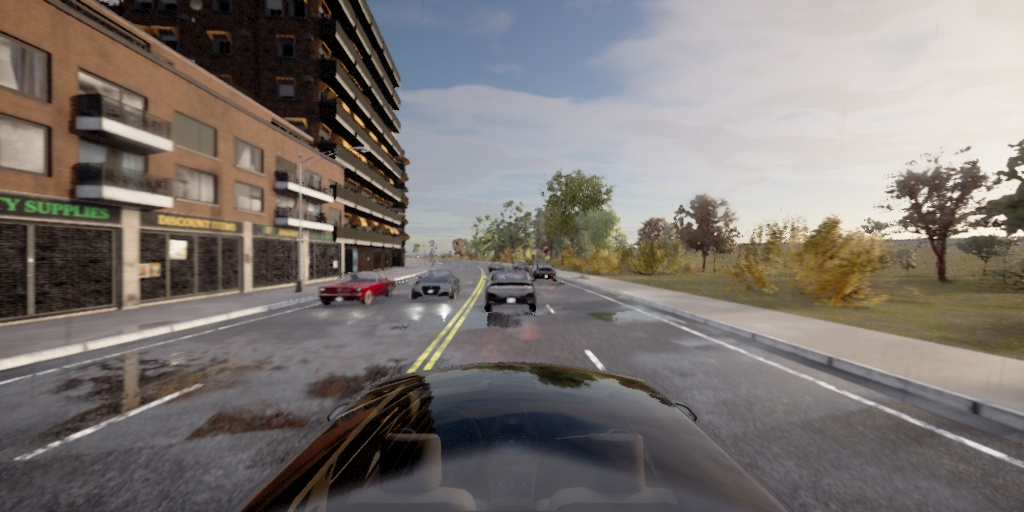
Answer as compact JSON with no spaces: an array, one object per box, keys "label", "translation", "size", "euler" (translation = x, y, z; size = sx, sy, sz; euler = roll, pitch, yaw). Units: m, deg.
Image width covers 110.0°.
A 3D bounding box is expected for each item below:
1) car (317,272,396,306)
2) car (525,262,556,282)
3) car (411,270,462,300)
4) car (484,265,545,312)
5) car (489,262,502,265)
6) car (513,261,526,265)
[{"label":"car","translation":[-6.848,1.412,16.320],"size":[1.895,1.301,4.718],"euler":[0,0,-2]},{"label":"car","translation":[2.501,1.336,30.070],"size":[1.837,1.490,4.892],"euler":[0,0,-3]},{"label":"car","translation":[-3.654,1.373,17.871],"size":[1.994,1.385,4.181],"euler":[0,0,-2]},{"label":"car","translation":[-0.094,1.285,14.561],"size":[2.128,1.511,4.902],"euler":[0,0,-1]},{"label":"car","translation":[-2.177,1.453,48.572],"size":[1.994,1.385,4.181],"euler":[0,0,-5]},{"label":"car","translation":[1.136,1.372,48.083],"size":[2.128,1.511,4.902],"euler":[0,0,-5]}]
